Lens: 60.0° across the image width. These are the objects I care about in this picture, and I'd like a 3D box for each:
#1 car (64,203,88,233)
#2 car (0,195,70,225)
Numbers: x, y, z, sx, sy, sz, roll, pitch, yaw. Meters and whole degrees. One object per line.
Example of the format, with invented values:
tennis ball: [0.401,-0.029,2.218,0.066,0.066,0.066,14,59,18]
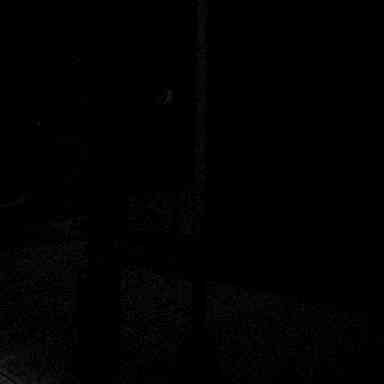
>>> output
car: [-4.119,1.426,18.049,1.752,1.417,4.829,1,1,36]
car: [-10.685,1.108,22.660,2.192,1.841,5.009,1,1,36]
